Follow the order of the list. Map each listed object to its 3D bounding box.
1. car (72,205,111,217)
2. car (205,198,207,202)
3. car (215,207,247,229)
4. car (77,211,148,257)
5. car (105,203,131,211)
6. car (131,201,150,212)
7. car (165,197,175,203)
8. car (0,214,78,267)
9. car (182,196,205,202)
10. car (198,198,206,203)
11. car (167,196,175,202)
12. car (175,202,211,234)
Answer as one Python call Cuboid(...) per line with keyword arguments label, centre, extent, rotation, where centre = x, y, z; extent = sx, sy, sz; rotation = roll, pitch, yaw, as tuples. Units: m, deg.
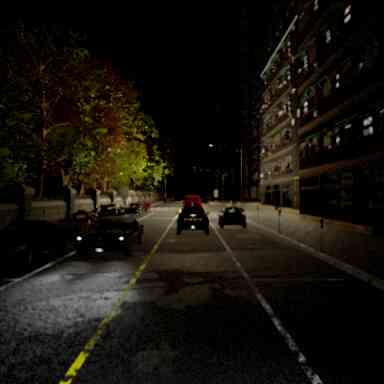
Cuboid(label="car", centre=(-5.722, 1.623, 16.999), extent=(1.752, 1.417, 4.829), rotation=(0, 0, 0))
Cuboid(label="car", centre=(2.540, 2.045, 77.257), extent=(1.947, 1.339, 4.313), rotation=(0, 0, 0))
Cuboid(label="car", centre=(2.647, 1.683, 22.727), extent=(2.008, 1.369, 4.403), rotation=(0, 0, 0))
Cuboid(label="car", centre=(-3.128, 1.678, 13.477), extent=(1.895, 1.301, 4.718), rotation=(0, 0, 0))
Cuboid(label="car", centre=(-5.733, 1.571, 22.709), extent=(1.967, 1.590, 4.097), rotation=(0, 0, 0))
Cuboid(label="car", centre=(-5.832, 1.748, 33.784), extent=(2.008, 1.369, 4.403), rotation=(0, 0, 0))
Cuboid(label="car", centre=(-5.851, 2.099, 82.873), extent=(1.802, 1.307, 4.206), rotation=(0, 0, 0))
Cuboid(label="car", centre=(-5.712, 1.648, 11.631), extent=(1.802, 1.307, 4.206), rotation=(0, 0, 0))
Cuboid(label="car", centre=(0.015, 1.448, 38.612), extent=(2.150, 2.045, 5.566), rotation=(0, 0, 0))
Cuboid(label="car", centre=(2.529, 2.084, 82.890), extent=(1.947, 1.339, 4.313), rotation=(0, 0, 0))
Cuboid(label="car", centre=(-5.872, 2.037, 94.139), extent=(1.967, 1.590, 4.097), rotation=(0, 0, 0))
Cuboid(label="car", centre=(0.053, 1.623, 20.139), extent=(1.837, 1.490, 4.892), rotation=(0, 0, 0))
